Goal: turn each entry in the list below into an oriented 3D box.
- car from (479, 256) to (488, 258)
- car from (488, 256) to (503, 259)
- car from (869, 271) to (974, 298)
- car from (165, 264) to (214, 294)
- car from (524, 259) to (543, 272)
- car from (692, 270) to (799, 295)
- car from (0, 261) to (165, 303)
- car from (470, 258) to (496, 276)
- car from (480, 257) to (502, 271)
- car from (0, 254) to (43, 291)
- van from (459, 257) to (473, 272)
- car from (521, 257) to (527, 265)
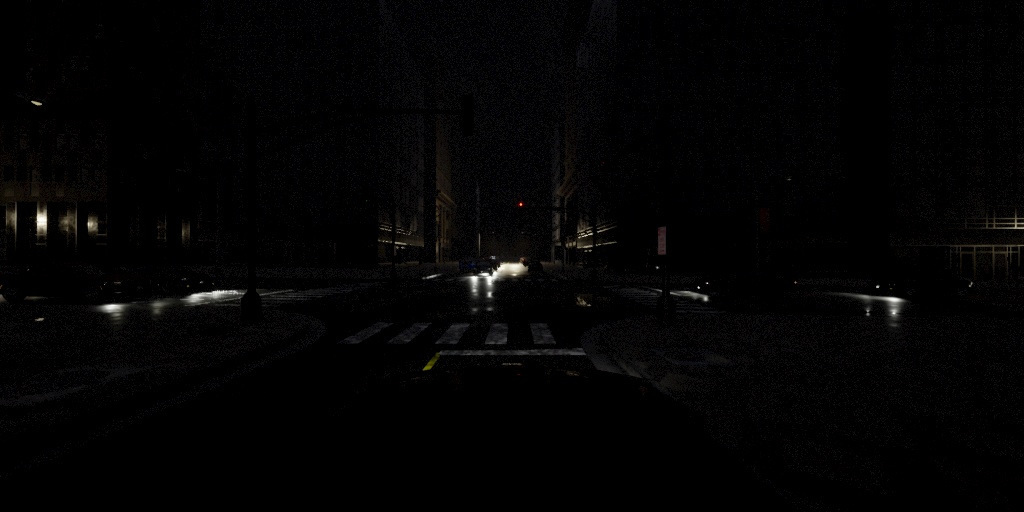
[{"bbox_3d":[-5.528,1.128,62.094,1.967,1.591,4.097,0,0,0],"label":"car"},{"bbox_3d":[-2.780,1.222,57.612,1.812,1.442,4.674,0,0,-1],"label":"car"},{"bbox_3d":[23.882,1.599,21.030,4.892,1.490,1.837,1,0,0],"label":"car"},{"bbox_3d":[-17.417,1.094,17.817,4.181,1.385,1.994,1,0,0],"label":"car"},{"bbox_3d":[2.886,1.283,45.092,1.948,1.339,4.313,0,0,0],"label":"car"},{"bbox_3d":[13.651,1.503,21.085,5.357,1.411,2.033,1,0,0],"label":"car"},{"bbox_3d":[-17.608,0.993,14.568,5.008,1.535,1.882,1,0,0],"label":"car"},{"bbox_3d":[-2.925,1.252,37.232,1.812,1.442,4.674,0,0,0],"label":"car"},{"bbox_3d":[-2.860,1.205,47.665,2.128,1.511,4.902,0,0,0],"label":"car"},{"bbox_3d":[-27.026,0.758,17.875,4.553,1.767,2.097,1,0,0],"label":"car"},{"bbox_3d":[-5.639,1.058,45.147,1.690,1.789,3.998,0,0,0],"label":"van"},{"bbox_3d":[2.997,1.270,62.040,1.802,1.307,4.207,0,0,0],"label":"car"}]
